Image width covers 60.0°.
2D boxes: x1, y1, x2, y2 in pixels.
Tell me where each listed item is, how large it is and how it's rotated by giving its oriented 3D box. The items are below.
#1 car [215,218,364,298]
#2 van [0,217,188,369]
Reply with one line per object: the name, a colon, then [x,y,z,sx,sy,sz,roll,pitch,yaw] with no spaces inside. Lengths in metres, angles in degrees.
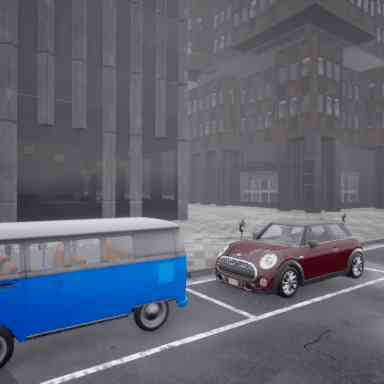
car: [2.523,1.441,8.439,4.097,1.590,1.967,0,0,-35]
van: [-1.978,1.341,5.235,3.998,1.788,1.690,0,0,-35]
